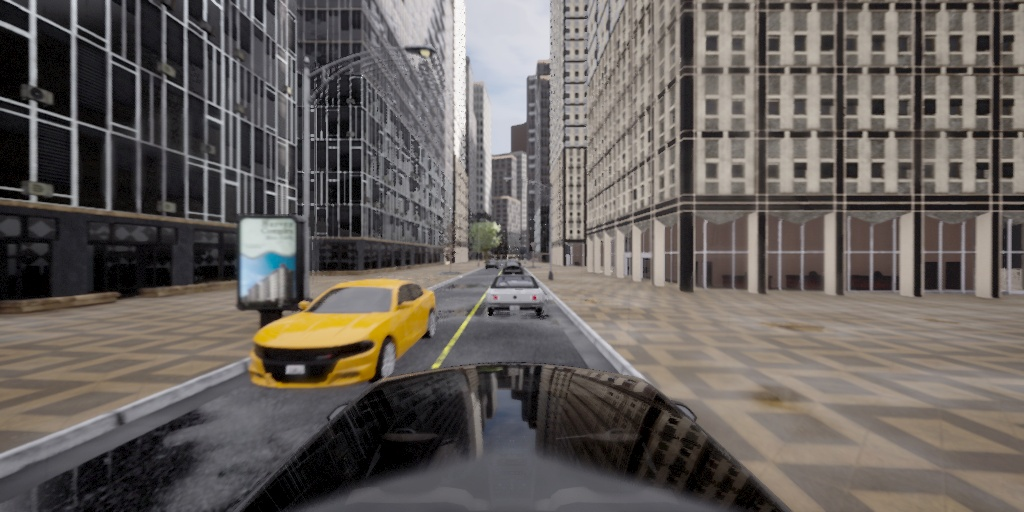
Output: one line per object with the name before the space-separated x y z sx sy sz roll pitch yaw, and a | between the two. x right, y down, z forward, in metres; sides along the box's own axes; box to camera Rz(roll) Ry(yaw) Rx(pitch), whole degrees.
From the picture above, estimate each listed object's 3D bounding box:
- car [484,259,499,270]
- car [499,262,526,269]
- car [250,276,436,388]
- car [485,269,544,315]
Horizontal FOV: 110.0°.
car | -2.814 1.200 50.972 1.837 1.490 4.892 0 -1 0
car | 0.104 1.212 30.969 1.837 1.490 4.892 0 0 0
car | -2.850 1.220 7.214 1.882 1.535 5.008 0 0 0
car | 0.096 1.334 13.468 1.895 1.301 4.718 0 0 0
